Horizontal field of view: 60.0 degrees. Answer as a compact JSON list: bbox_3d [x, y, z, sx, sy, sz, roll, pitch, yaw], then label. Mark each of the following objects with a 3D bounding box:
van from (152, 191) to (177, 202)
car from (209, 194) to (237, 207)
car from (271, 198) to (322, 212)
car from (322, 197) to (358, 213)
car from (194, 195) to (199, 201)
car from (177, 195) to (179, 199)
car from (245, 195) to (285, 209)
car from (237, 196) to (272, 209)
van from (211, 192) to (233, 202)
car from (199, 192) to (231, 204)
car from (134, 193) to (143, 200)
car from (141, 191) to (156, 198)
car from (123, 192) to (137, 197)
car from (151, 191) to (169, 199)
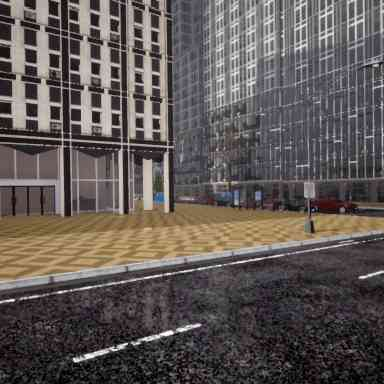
[{"bbox_3d":[-4.886,0.937,58.793,1.690,1.788,3.998,0,1,-34],"label":"van"},{"bbox_3d":[4.648,1.319,44.662,1.947,1.339,4.313,0,1,-34],"label":"car"},{"bbox_3d":[10.972,1.423,35.215,1.947,1.339,4.313,0,1,-34],"label":"car"},{"bbox_3d":[14.652,1.315,34.622,1.882,1.535,5.008,-1,1,-34],"label":"car"},{"bbox_3d":[2.046,1.043,63.503,1.802,1.307,4.206,0,1,-34],"label":"car"},{"bbox_3d":[-4.341,0.935,72.907,1.802,1.307,4.206,0,1,-34],"label":"car"},{"bbox_3d":[9.253,1.228,42.573,1.882,1.535,5.008,-1,1,-34],"label":"car"},{"bbox_3d":[7.793,1.388,39.928,1.802,1.307,4.206,0,1,-34],"label":"car"},{"bbox_3d":[5.239,0.855,58.798,1.690,1.788,3.998,0,1,-34],"label":"van"},{"bbox_3d":[3.600,1.011,50.879,2.097,1.767,4.553,-1,1,-35],"label":"car"},{"bbox_3d":[-11.274,1.039,68.199,2.008,1.369,4.403,0,1,-34],"label":"car"},{"bbox_3d":[-10.728,0.685,82.308,1.967,1.590,4.097,0,1,-34],"label":"car"},{"bbox_3d":[-17.114,0.688,91.712,2.008,1.369,4.403,0,1,-34],"label":"car"},{"bbox_3d":[-7.534,0.614,77.605,2.192,1.841,5.009,0,1,-34],"label":"car"}]
